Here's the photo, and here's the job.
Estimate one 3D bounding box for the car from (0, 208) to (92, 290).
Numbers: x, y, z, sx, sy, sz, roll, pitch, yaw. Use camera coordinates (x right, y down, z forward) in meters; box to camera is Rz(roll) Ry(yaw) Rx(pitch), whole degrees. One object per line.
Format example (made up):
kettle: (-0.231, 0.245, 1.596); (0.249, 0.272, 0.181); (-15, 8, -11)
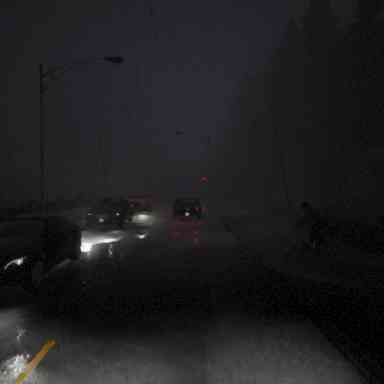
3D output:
car: (-4.234, 1.329, 8.612); (1.812, 1.442, 4.674); (0, 1, -2)

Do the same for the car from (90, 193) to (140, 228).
car: (-4.459, 1.057, 18.634); (2.128, 1.511, 4.902); (0, 1, -1)

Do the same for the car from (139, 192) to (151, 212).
car: (-4.651, 0.800, 28.884); (1.882, 1.535, 5.008); (0, 1, -1)

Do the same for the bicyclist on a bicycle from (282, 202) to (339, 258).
bicyclist on a bicycle: (3.402, 1.108, 9.544); (1.656, 1.620, 0.582); (0, 1, -1)

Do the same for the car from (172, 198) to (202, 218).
car: (-0.357, 1.045, 23.225); (1.895, 1.301, 4.718); (0, 1, -1)
